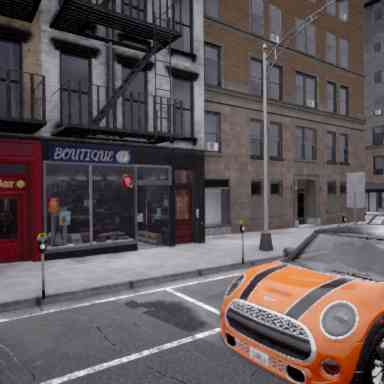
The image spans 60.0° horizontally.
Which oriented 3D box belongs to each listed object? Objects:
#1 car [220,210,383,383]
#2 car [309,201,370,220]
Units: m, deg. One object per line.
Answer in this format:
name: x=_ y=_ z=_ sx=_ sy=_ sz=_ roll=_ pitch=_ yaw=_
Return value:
car: x=2.618 y=1.352 z=5.255 sx=4.553 sy=1.767 sz=2.097 roll=0 pitch=0 yaw=-36
car: x=13.905 y=1.664 z=31.685 sx=1.882 sy=1.535 sz=5.008 roll=-1 pitch=0 yaw=-37
